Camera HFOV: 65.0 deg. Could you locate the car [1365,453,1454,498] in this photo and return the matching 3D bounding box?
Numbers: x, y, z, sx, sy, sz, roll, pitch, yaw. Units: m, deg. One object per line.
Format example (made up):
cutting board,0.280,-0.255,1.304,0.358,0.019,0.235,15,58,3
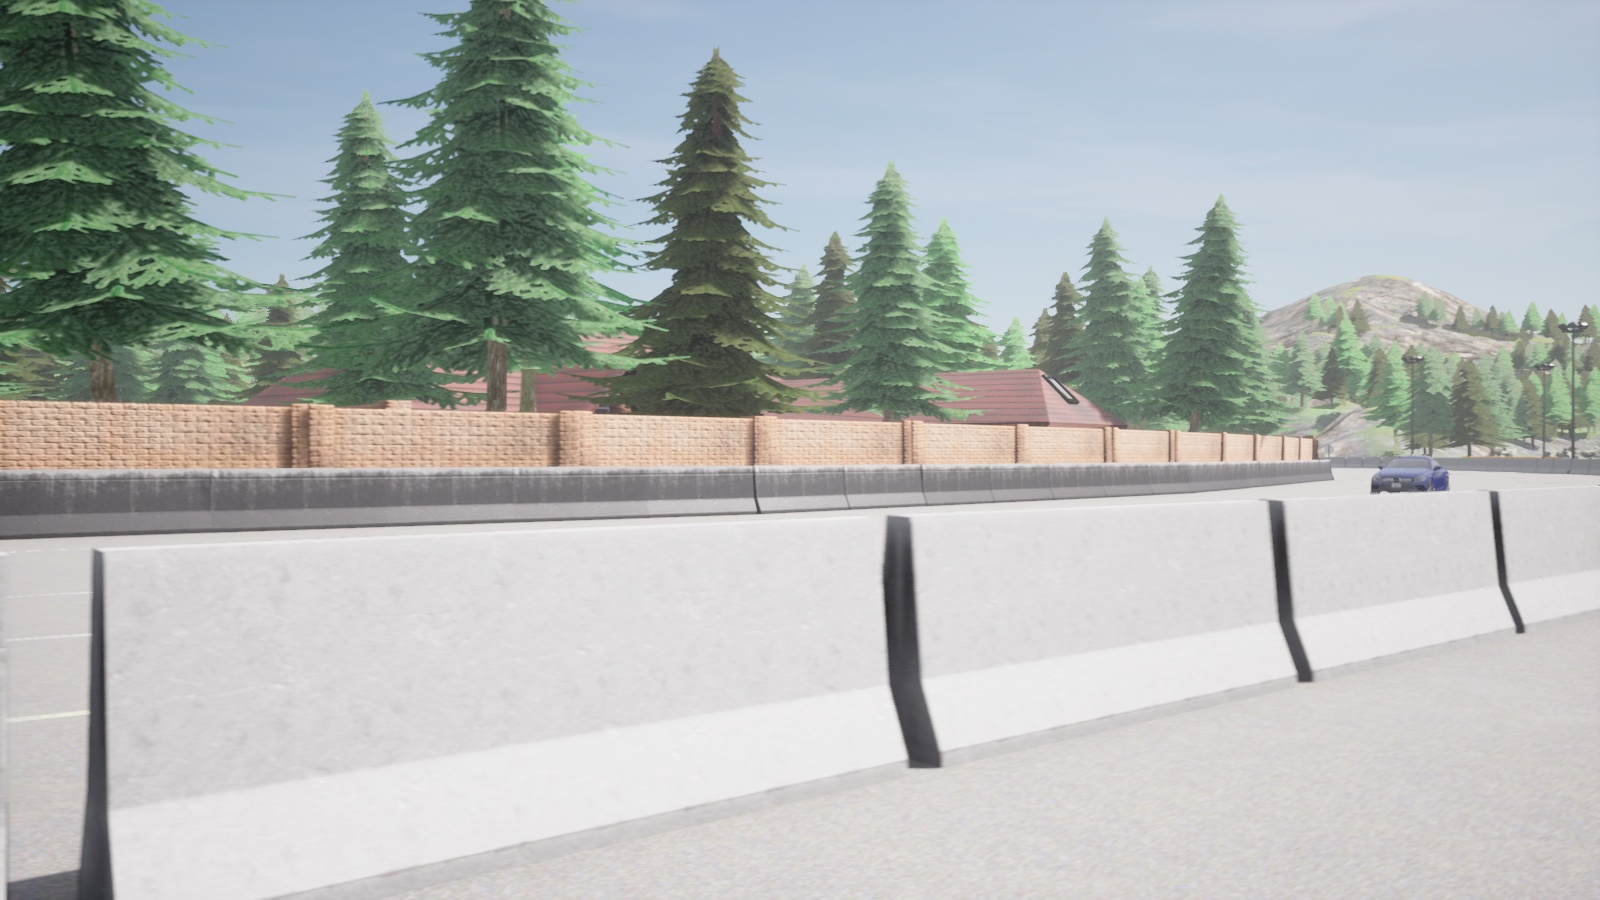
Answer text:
car,21.035,0.841,43.274,1.812,1.442,4.674,0,0,38
